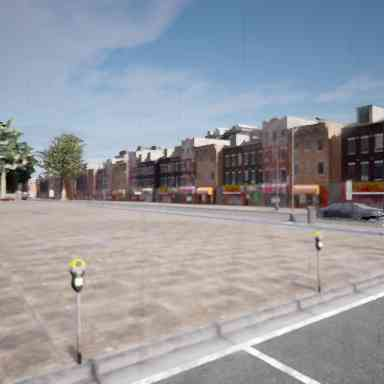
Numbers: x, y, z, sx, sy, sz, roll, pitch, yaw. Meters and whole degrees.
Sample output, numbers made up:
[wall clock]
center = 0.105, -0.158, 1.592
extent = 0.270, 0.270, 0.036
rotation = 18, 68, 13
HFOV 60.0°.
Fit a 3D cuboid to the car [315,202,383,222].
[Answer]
[car]
center = 12.204, 1.529, 26.468
extent = 2.033, 1.411, 5.357
rotation = -1, 0, -39
